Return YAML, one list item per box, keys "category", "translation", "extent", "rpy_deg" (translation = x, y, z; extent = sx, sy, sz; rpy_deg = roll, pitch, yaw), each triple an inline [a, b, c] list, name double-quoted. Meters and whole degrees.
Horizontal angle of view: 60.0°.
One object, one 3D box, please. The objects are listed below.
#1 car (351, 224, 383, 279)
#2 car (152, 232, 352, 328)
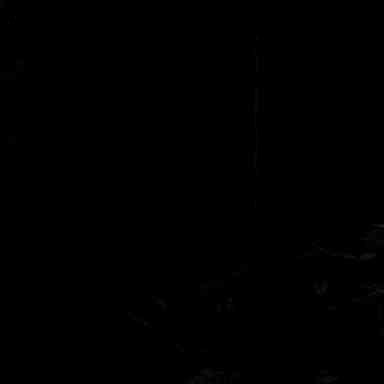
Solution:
- category: "car"
  translation: [5.742, 1.683, 10.284]
  extent: [4.206, 1.307, 1.802]
  rpy_deg: [1, 0, -35]
- category: "car"
  translation: [1.250, 1.614, 7.080]
  extent: [4.313, 1.339, 1.947]
  rpy_deg: [1, 0, -35]
